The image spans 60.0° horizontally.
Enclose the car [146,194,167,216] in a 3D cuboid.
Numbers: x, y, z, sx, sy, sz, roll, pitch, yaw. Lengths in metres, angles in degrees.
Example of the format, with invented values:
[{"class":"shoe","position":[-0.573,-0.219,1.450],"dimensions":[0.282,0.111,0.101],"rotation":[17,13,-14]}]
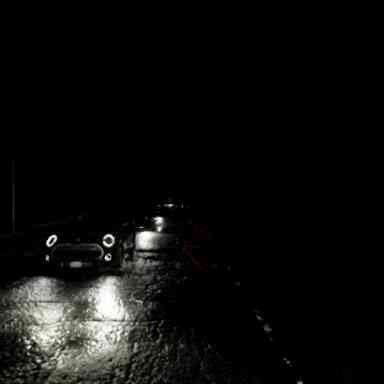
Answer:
[{"class":"car","position":[-3.826,1.351,32.281],"dimensions":[2.097,1.767,4.553],"rotation":[0,0,-1]}]

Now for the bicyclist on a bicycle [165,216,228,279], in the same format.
[{"class":"bicyclist on a bicycle","position":[0.116,1.450,8.686],"dimensions":[1.656,1.620,0.582],"rotation":[0,0,-2]}]

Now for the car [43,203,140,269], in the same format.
[{"class":"car","position":[-3.174,1.350,11.136],"dimensions":[2.097,1.767,4.553],"rotation":[0,0,-2]}]

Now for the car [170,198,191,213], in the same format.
[{"class":"car","position":[-1.077,1.547,37.154],"dimensions":[2.033,1.411,5.357],"rotation":[0,0,-2]}]

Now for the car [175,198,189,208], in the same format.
[{"class":"car","position":[-1.465,1.603,49.309],"dimensions":[1.895,1.301,4.718],"rotation":[0,0,-2]}]

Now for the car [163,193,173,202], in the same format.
[{"class":"car","position":[-4.783,1.223,62.568],"dimensions":[2.150,2.045,5.566],"rotation":[0,0,-1]}]

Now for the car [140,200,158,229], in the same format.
[{"class":"car","position":[-3.518,1.503,21.684],"dimensions":[1.837,1.490,4.892],"rotation":[0,0,-2]}]
